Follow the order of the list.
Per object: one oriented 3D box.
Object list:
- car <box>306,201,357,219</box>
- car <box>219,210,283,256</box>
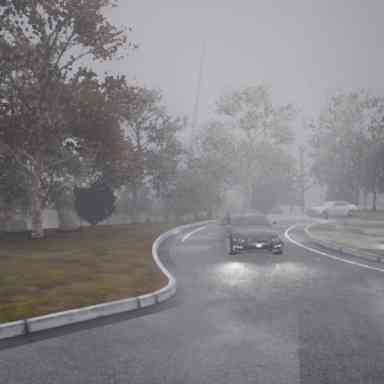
[{"bbox_3d":[12.314,1.514,29.231,4.674,1.442,1.812,0,-1,-19],"label":"car"},{"bbox_3d":[2.140,1.501,13.232,1.837,1.490,4.892,-1,0,-1],"label":"car"}]
